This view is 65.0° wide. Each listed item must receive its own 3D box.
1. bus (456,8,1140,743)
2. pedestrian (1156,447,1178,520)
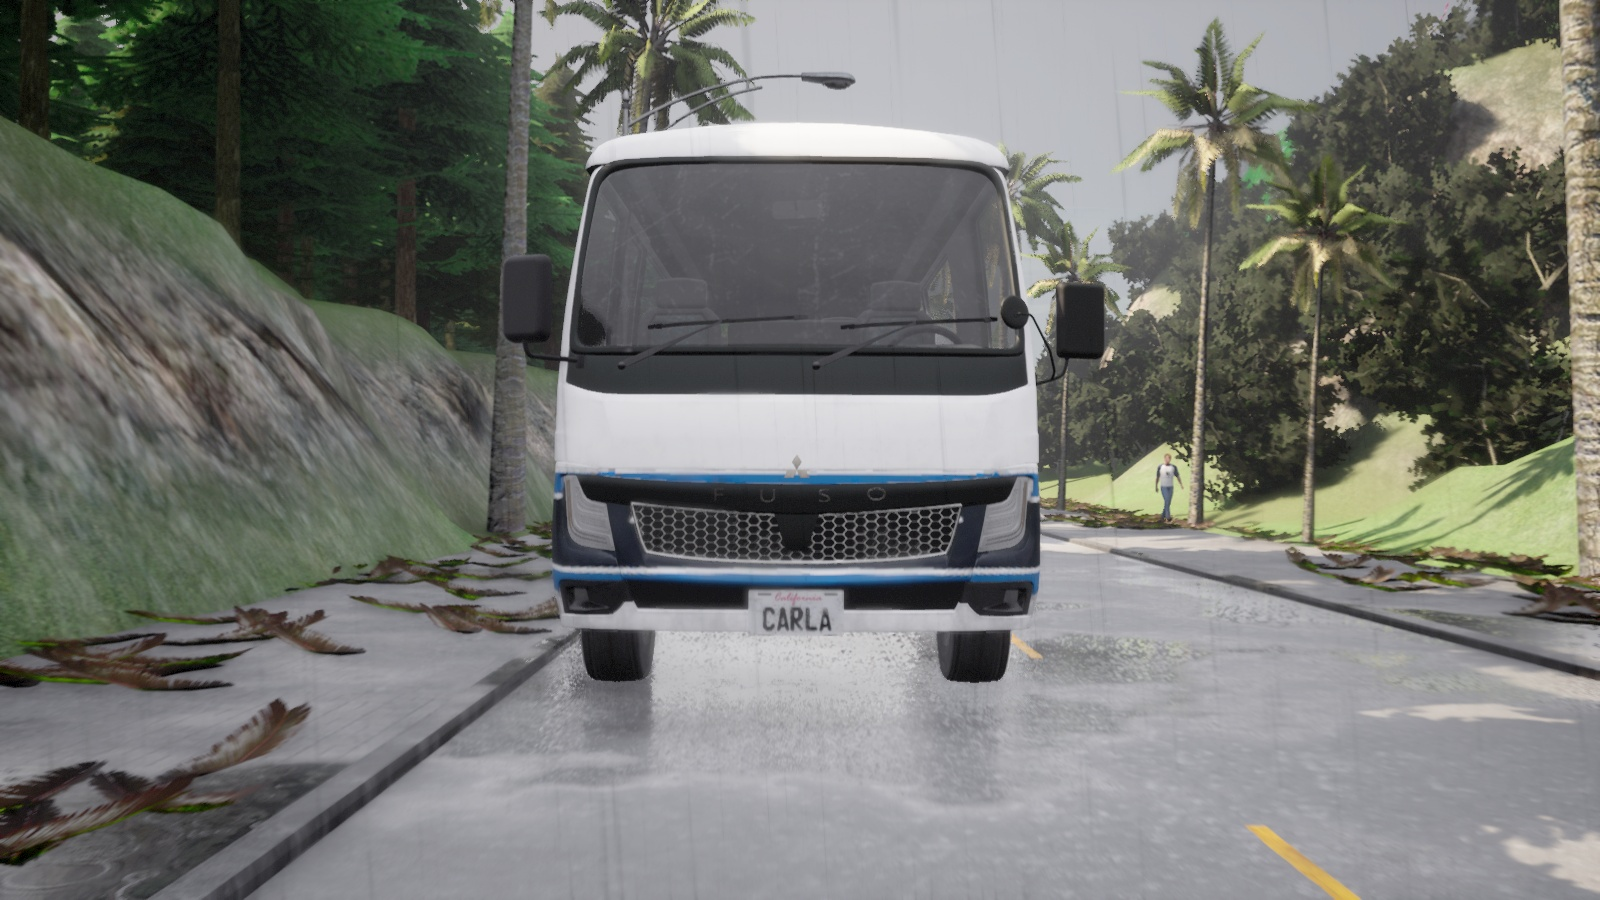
[{"bbox_3d":[-0.032,-0.354,12.415,3.944,4.253,10.273,0,-1,0],"label":"bus"},{"bbox_3d":[9.430,0.857,32.289,0.354,1.836,0.706,0,-1,0],"label":"pedestrian"}]
